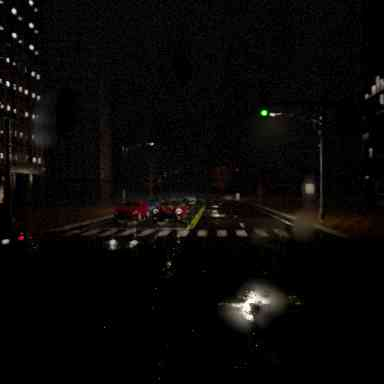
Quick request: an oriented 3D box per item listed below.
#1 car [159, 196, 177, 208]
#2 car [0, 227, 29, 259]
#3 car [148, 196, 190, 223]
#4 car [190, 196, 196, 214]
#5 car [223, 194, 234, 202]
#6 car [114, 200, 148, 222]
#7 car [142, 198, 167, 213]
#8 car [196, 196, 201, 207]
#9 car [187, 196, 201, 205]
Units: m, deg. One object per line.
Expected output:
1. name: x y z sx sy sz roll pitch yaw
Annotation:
1. car: -3.299 1.352 46.553 1.837 1.490 4.892 0 0 4
2. car: -7.975 1.538 10.737 5.357 1.411 2.033 0 1 18
3. car: -1.546 1.281 24.472 2.097 1.767 4.553 0 0 4
4. car: -0.943 1.392 33.344 1.837 1.490 4.892 0 0 4
5. car: 7.283 1.184 66.190 1.812 1.442 4.674 -1 0 0
6. car: -4.681 1.426 26.315 1.882 1.535 5.008 0 0 4
7. car: -4.009 1.425 36.213 1.812 1.442 4.674 0 0 4
8. car: -0.285 1.330 42.941 2.128 1.511 4.902 0 0 4
9. car: 0.393 1.351 52.952 1.994 1.385 4.181 0 0 3
